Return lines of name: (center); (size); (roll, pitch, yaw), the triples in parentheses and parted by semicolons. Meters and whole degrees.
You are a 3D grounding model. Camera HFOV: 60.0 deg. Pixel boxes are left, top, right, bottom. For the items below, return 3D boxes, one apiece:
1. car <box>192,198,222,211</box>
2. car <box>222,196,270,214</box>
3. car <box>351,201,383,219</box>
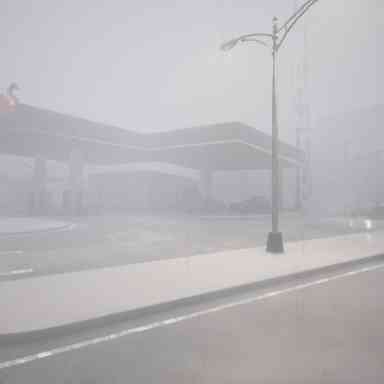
car: (1.899, 1.453, 38.334); (3.806, 1.475, 1.970); (0, 0, -35)
car: (5.856, 1.293, 34.099); (4.611, 1.667, 2.242); (0, 0, -35)
car: (15.916, 1.559, 29.348); (4.674, 1.442, 1.812); (0, 0, -35)
